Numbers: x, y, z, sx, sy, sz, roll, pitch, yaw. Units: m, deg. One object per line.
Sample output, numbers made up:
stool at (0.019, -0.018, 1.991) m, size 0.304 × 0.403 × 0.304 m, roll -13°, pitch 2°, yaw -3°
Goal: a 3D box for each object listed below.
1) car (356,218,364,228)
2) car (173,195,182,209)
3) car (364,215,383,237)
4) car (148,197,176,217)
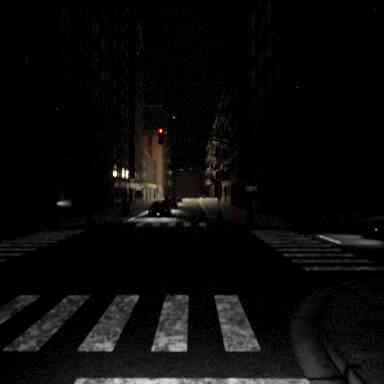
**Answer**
car at (11.643, 1.504, 18.221) m, size 4.829 × 1.417 × 1.752 m, roll 0°, pitch 0°, yaw 0°
car at (-2.814, 1.362, 43.117) m, size 2.128 × 1.511 × 4.902 m, roll 0°, pitch 0°, yaw 0°
car at (11.061, 1.500, 15.728) m, size 4.674 × 1.442 × 1.812 m, roll 0°, pitch 0°, yaw 1°
car at (-2.830, 1.458, 30.530) m, size 2.033 × 1.411 × 5.357 m, roll 0°, pitch 0°, yaw 0°
